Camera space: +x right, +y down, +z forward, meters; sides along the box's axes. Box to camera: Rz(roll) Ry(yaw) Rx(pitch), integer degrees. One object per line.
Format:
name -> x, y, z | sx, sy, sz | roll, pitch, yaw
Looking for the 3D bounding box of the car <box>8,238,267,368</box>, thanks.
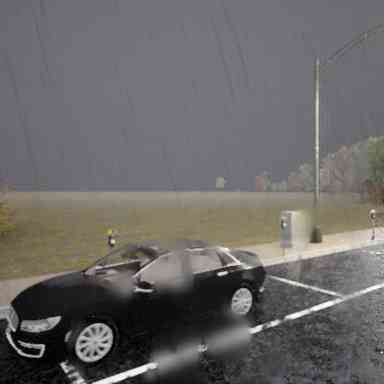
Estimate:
car -> -0.621, 1.534, 5.647 | 4.403, 1.369, 2.008 | 0, 1, -36
